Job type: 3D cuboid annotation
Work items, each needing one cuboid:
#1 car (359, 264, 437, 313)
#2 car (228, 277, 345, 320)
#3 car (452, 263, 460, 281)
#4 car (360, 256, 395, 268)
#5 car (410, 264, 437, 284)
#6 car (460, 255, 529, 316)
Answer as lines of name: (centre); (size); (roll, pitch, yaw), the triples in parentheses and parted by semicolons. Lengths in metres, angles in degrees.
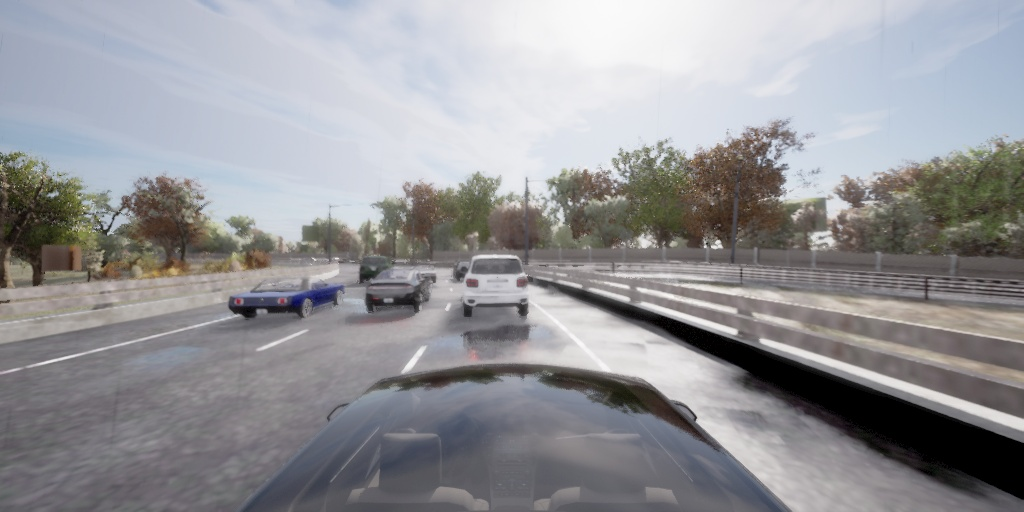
car: (-4.342, 1.258, 14.214); (2.128, 1.511, 4.902); (0, 0, -7)
car: (-7.693, 1.382, 12.907); (1.895, 1.301, 4.718); (0, 0, -6)
car: (-3.970, 1.271, 30.691); (1.837, 1.490, 4.892); (0, 0, -14)
car: (-10.523, 1.015, 28.160); (2.150, 2.045, 5.566); (0, 0, -14)
car: (-7.018, 1.378, 28.539); (1.895, 1.301, 4.718); (0, 0, -14)
car: (-0.724, 0.976, 13.584); (2.150, 2.045, 5.566); (0, 0, -6)
